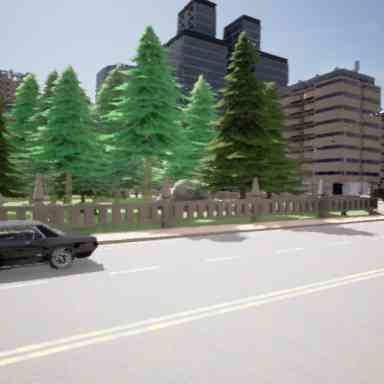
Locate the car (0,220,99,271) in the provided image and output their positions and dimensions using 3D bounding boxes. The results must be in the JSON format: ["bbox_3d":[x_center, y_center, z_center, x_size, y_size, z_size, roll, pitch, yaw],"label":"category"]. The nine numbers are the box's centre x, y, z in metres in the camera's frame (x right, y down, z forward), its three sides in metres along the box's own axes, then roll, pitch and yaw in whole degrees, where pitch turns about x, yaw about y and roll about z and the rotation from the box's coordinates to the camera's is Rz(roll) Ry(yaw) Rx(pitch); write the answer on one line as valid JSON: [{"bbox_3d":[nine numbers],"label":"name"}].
[{"bbox_3d":[-5.119,1.458,9.004,4.718,1.301,1.895,0,1,-31],"label":"car"}]
